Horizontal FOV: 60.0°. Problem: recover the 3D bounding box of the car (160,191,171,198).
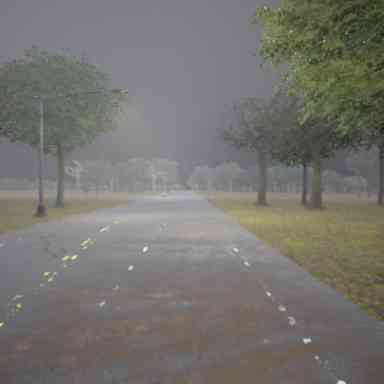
[{"bbox_3d":[-7.551,0.616,90.852,2.097,1.767,4.553,0,1,-1],"label":"car"}]
